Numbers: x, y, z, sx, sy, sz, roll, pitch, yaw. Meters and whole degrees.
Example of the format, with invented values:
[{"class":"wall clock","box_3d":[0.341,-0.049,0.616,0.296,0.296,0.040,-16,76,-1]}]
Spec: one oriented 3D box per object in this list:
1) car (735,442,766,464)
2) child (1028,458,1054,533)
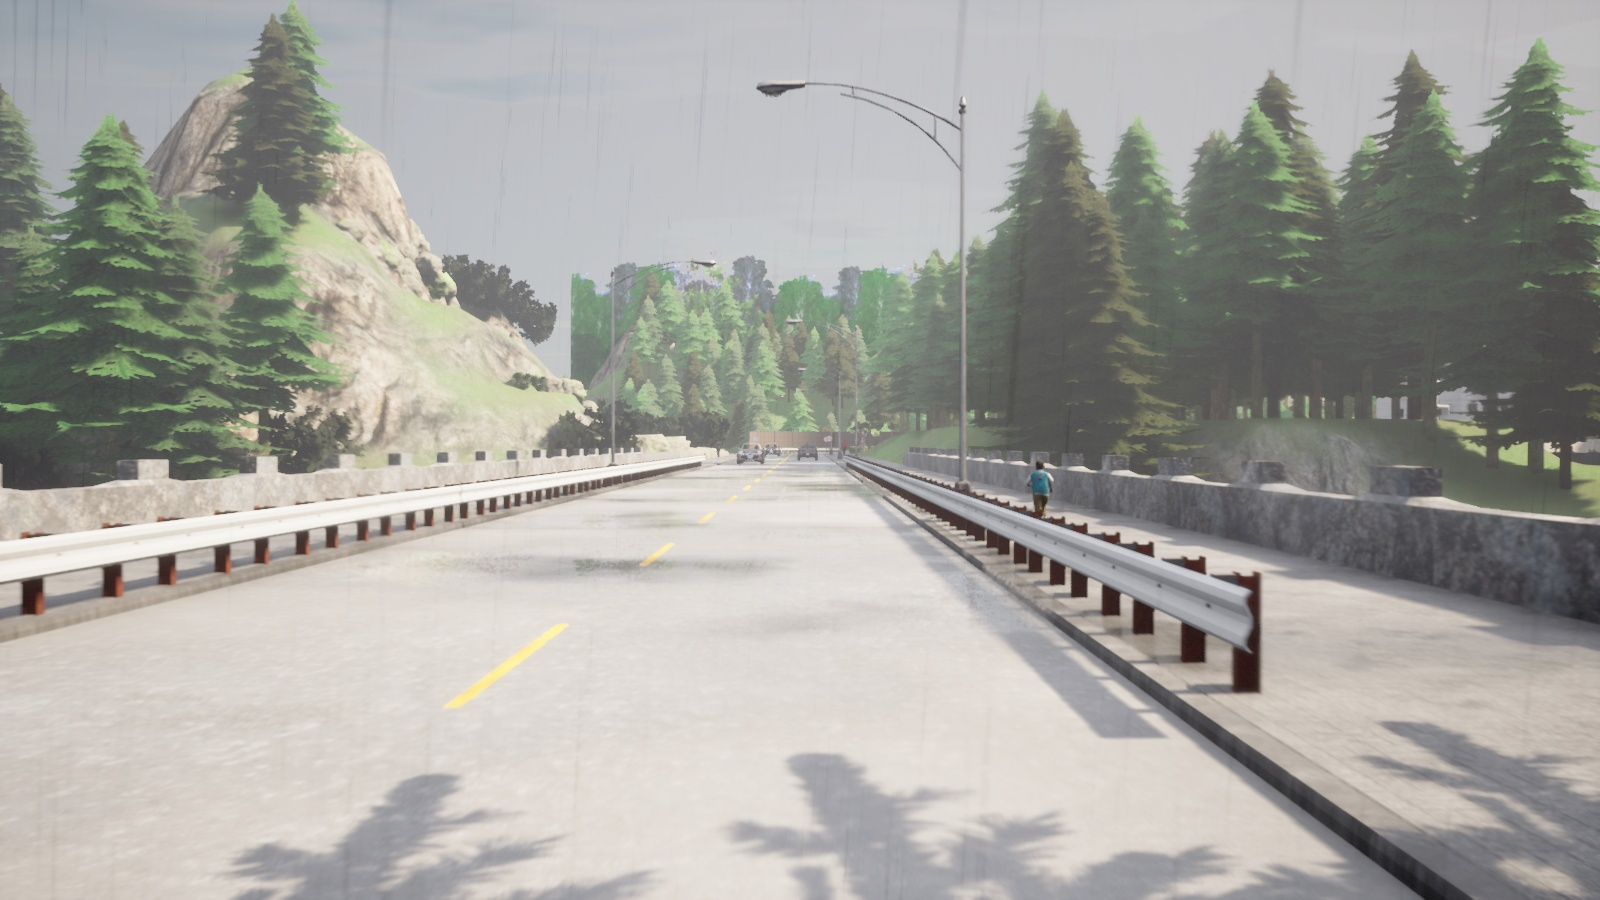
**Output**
[{"class":"car","box_3d":[-3.460,0.212,88.237,1.970,1.475,3.806,0,0,0]},{"class":"child","box_3d":[3.889,0.725,20.257,0.343,1.192,0.448,0,0,2]}]
